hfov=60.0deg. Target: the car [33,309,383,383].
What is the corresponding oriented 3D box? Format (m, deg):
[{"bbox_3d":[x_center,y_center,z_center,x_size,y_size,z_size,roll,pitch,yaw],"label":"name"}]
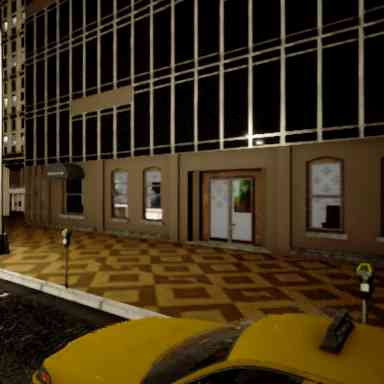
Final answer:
[{"bbox_3d":[0.742,1.522,2.349,4.829,1.417,1.752,0,0,35],"label":"car"}]
